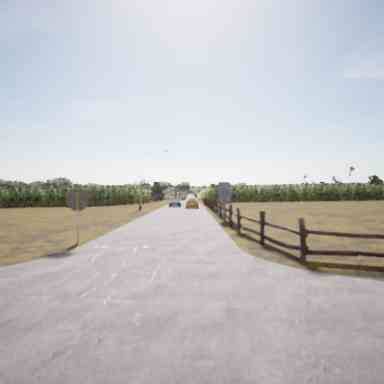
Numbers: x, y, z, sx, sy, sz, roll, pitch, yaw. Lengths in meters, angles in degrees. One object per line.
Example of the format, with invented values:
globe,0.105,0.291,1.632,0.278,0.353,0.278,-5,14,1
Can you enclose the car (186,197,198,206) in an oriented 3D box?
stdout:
car,0.031,1.660,59.703,2.128,1.511,4.902,0,0,0

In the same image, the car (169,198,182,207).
car,-2.722,1.658,53.870,1.812,1.442,4.674,0,0,0

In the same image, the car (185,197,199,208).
car,0.025,1.588,49.280,1.882,1.535,5.008,0,0,0
